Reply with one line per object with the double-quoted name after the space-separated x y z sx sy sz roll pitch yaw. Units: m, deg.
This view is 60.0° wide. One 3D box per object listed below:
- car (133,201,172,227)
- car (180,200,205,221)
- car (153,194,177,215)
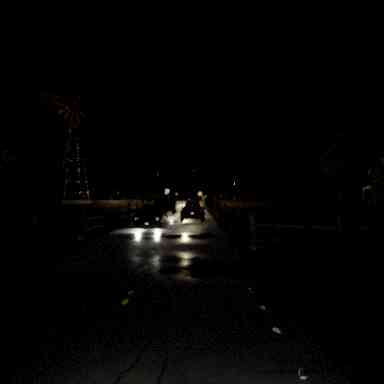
-2.785 1.583 23.230 2.033 1.411 5.357 0 0 1 "car"
0.045 1.606 27.543 1.994 1.385 4.181 0 0 1 "car"
-2.776 1.274 35.249 2.150 2.045 5.566 0 0 0 "car"
